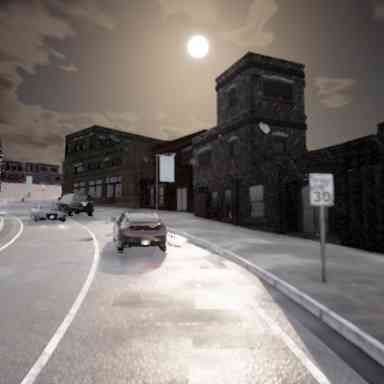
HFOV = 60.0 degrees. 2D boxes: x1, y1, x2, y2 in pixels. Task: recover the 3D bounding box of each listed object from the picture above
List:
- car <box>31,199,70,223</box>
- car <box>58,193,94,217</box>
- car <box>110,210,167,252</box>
[{"bbox_3d":[-10.586,1.487,24.390,1.994,1.385,4.181,2,0,-31],"label":"car"},{"bbox_3d":[-11.037,1.166,31.104,2.150,2.045,5.566,3,-1,-38],"label":"car"},{"bbox_3d":[-2.288,1.525,14.009,1.837,1.490,4.892,1,0,-16],"label":"car"}]
